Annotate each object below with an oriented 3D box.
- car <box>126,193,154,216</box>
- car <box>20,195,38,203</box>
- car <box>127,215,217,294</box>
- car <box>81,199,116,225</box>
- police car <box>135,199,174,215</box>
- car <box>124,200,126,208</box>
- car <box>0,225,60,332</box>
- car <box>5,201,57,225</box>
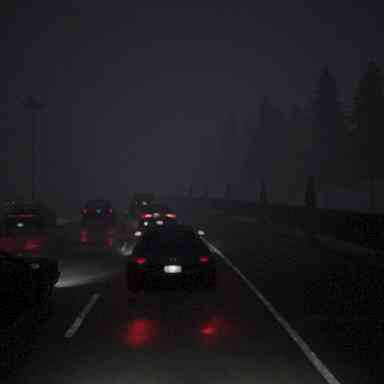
[{"bbox_3d":[-4.741,1.110,31.224,2.150,2.045,5.566,0,0,-14],"label":"car"},{"bbox_3d":[-31.594,1.312,64.634,2.033,1.411,5.357,0,0,-15],"label":"car"},{"bbox_3d":[-0.571,1.533,8.794,1.994,1.385,4.181,0,0,-5],"label":"car"},{"bbox_3d":[-6.441,1.268,23.300,2.097,1.767,4.553,0,0,-12],"label":"car"},{"bbox_3d":[-2.145,1.433,19.738,2.038,1.542,4.974,0,0,-11],"label":"police car"},{"bbox_3d":[-7.782,1.305,43.107,1.801,1.575,5.366,0,0,-15],"label":"car"},{"bbox_3d":[-3.658,1.530,4.826,2.033,1.411,5.357,0,0,-4],"label":"car"},{"bbox_3d":[-9.076,1.424,19.067,2.128,1.511,4.902,0,0,-11],"label":"car"}]
